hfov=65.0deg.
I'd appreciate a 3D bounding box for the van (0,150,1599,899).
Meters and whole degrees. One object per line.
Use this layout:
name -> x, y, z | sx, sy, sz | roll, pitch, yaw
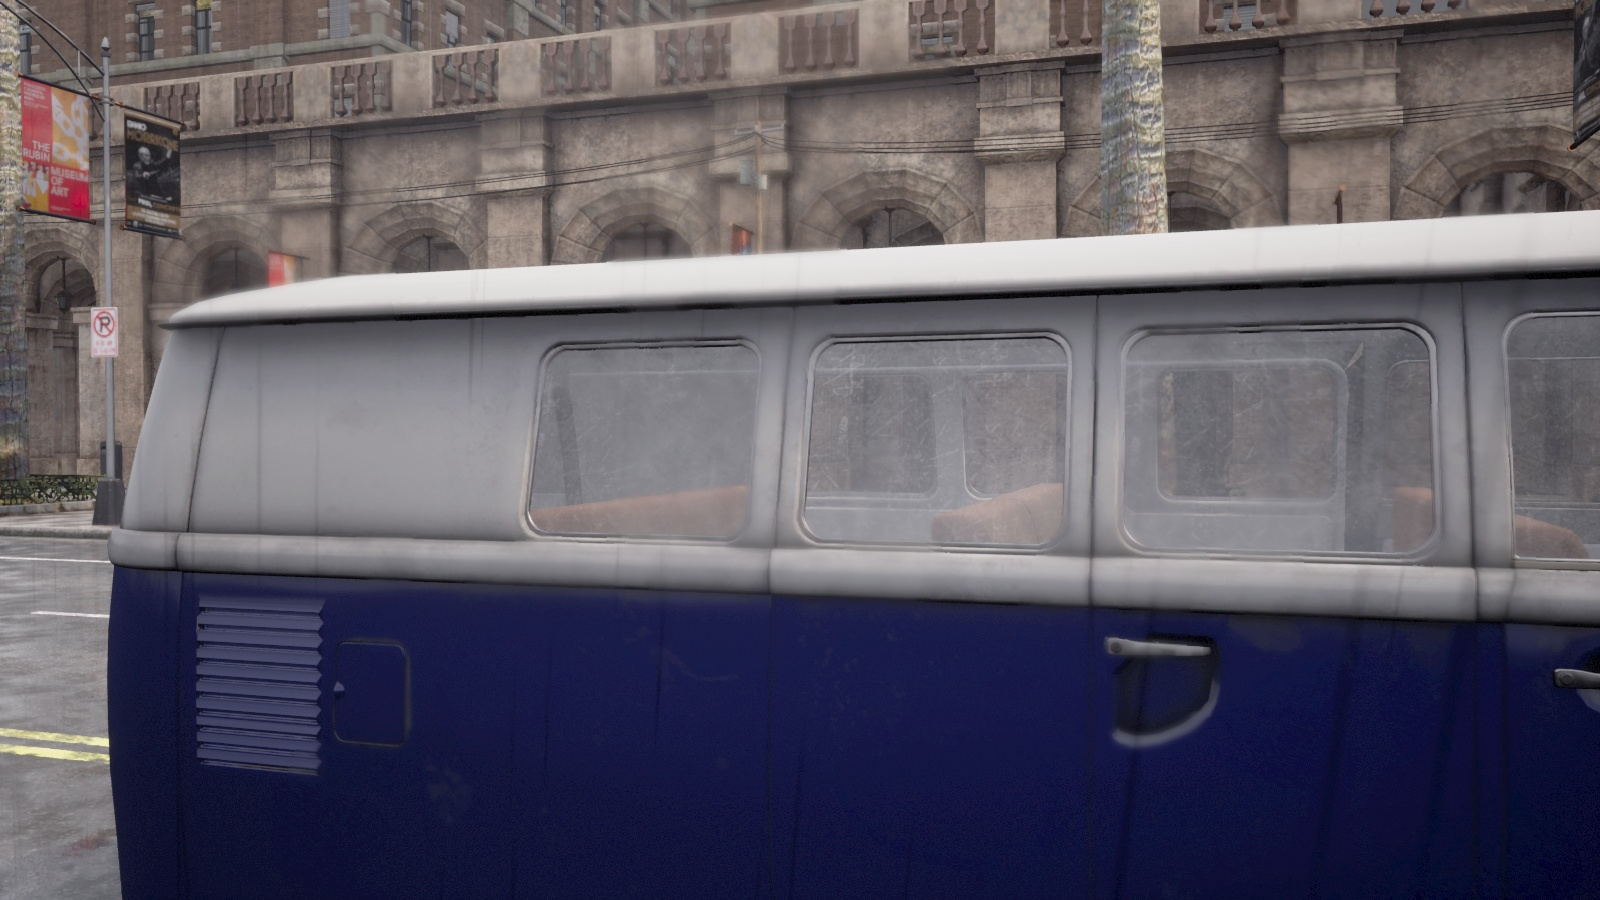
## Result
van -> 0.567, 0.533, 2.993 | 4.442, 1.987, 1.775 | 1, 1, 18
